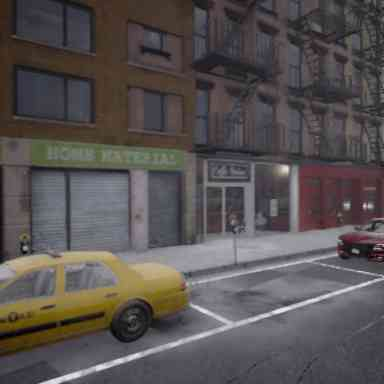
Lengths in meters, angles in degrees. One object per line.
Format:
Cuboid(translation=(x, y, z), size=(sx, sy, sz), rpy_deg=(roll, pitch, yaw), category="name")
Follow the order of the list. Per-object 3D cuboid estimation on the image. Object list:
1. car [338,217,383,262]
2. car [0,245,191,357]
Cuboid(translation=(6.780, 1.546, 11.378), size=(4.507, 1.381, 1.887), rpy_deg=(0, -1, -35), category="car")
Cuboid(translation=(-2.309, 1.525, 4.894), size=(4.829, 1.417, 1.752), rpy_deg=(0, -1, -35), category="car")
